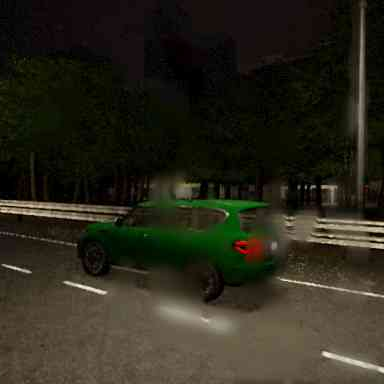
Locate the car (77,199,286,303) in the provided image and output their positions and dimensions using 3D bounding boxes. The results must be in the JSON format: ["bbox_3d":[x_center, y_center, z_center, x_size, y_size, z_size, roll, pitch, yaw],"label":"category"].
[{"bbox_3d":[-0.486,1.194,8.404,5.566,2.045,2.150,1,0,35],"label":"car"}]
